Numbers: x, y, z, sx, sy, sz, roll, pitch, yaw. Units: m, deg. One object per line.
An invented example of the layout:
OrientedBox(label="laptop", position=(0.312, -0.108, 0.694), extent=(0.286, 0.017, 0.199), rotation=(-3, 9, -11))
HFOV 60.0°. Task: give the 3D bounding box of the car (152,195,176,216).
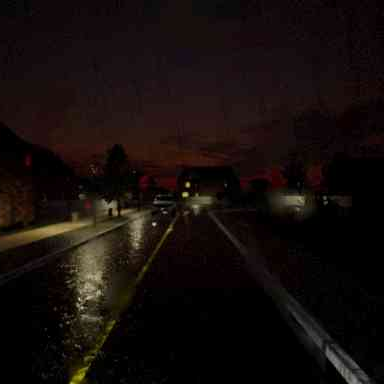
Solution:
OrientedBox(label="car", position=(-2.783, 1.301, 34.120), extent=(2.150, 2.045, 5.566), rotation=(0, -1, 0))

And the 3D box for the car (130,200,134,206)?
OrientedBox(label="car", position=(-12.397, 1.535, 58.822), extent=(4.553, 1.767, 2.097), rotation=(0, 0, 36))
